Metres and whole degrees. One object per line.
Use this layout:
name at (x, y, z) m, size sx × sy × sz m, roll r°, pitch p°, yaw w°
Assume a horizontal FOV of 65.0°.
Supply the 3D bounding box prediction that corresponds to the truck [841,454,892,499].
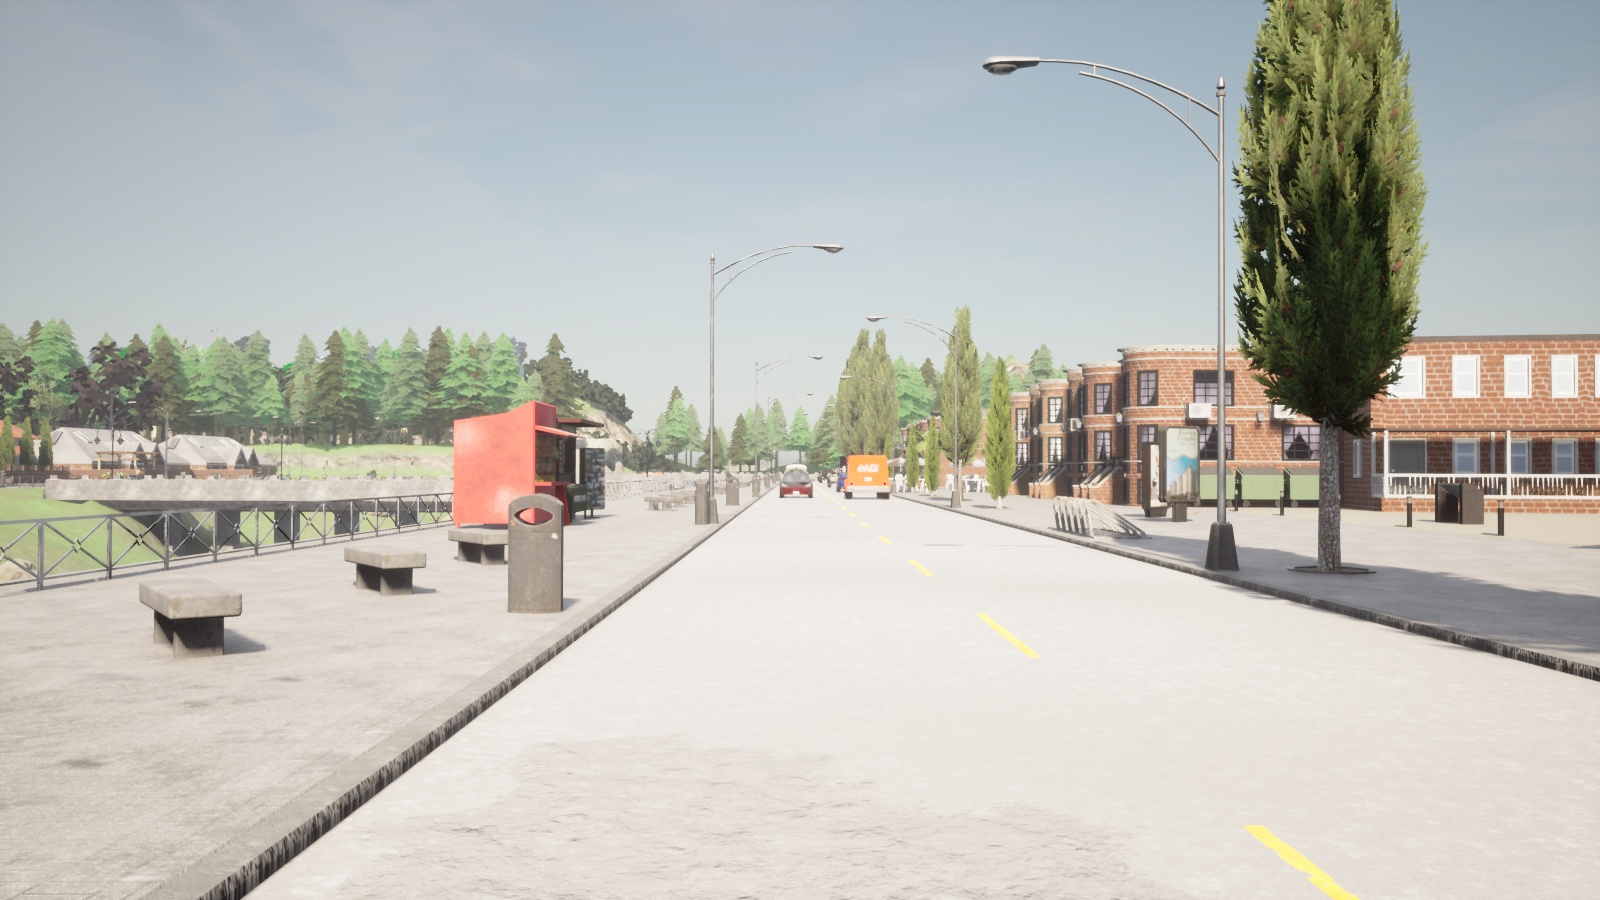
truck at (3.797, 1.524, 72.351) m, size 2.627 × 2.467 × 5.204 m, roll 0°, pitch -1°, yaw 0°

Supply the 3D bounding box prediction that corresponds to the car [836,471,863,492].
car at (3.735, 2.377, 95.496) m, size 1.882 × 1.535 × 5.008 m, roll 0°, pitch -1°, yaw 0°

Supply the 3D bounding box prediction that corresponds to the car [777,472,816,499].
car at (-0.202, 2.039, 73.046) m, size 2.163 × 1.488 × 4.792 m, roll 0°, pitch -1°, yaw 0°

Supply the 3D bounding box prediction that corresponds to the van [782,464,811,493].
van at (-0.253, 2.064, 91.052) m, size 2.069 × 2.038 × 4.480 m, roll 0°, pitch -1°, yaw 0°
